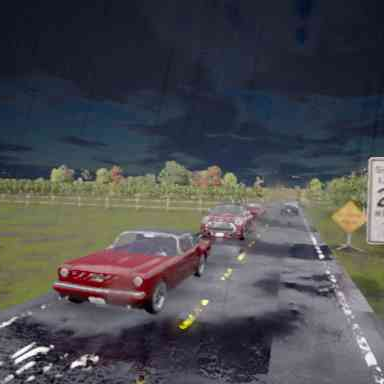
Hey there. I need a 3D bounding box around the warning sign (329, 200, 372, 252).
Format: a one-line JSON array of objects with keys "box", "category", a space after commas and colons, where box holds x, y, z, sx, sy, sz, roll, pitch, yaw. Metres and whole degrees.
[{"box": [6.172, 1.291, 13.038, 1.300, 1.860, 1.060, 2, 0, 17], "category": "warning sign"}]

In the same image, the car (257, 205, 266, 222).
[{"box": [5.036, 1.707, 27.664, 1.895, 1.301, 4.718, 2, 0, 17], "category": "car"}]

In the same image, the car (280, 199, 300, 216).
[{"box": [10.596, 1.793, 36.087, 1.812, 1.442, 4.674, 2, 0, 17], "category": "car"}]

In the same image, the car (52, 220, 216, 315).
[{"box": [-0.971, 1.553, 7.756, 1.895, 1.301, 4.718, 2, 0, 17], "category": "car"}]

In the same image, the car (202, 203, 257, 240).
[{"box": [1.940, 1.380, 17.396, 2.097, 1.767, 4.553, 2, 0, 17], "category": "car"}]

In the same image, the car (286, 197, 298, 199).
[{"box": [14.205, 1.704, 48.106, 2.097, 1.767, 4.553, 2, 0, 17], "category": "car"}]

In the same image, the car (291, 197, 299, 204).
[{"box": [26.362, 2.140, 85.282, 1.837, 1.490, 4.892, 2, 0, 17], "category": "car"}]
